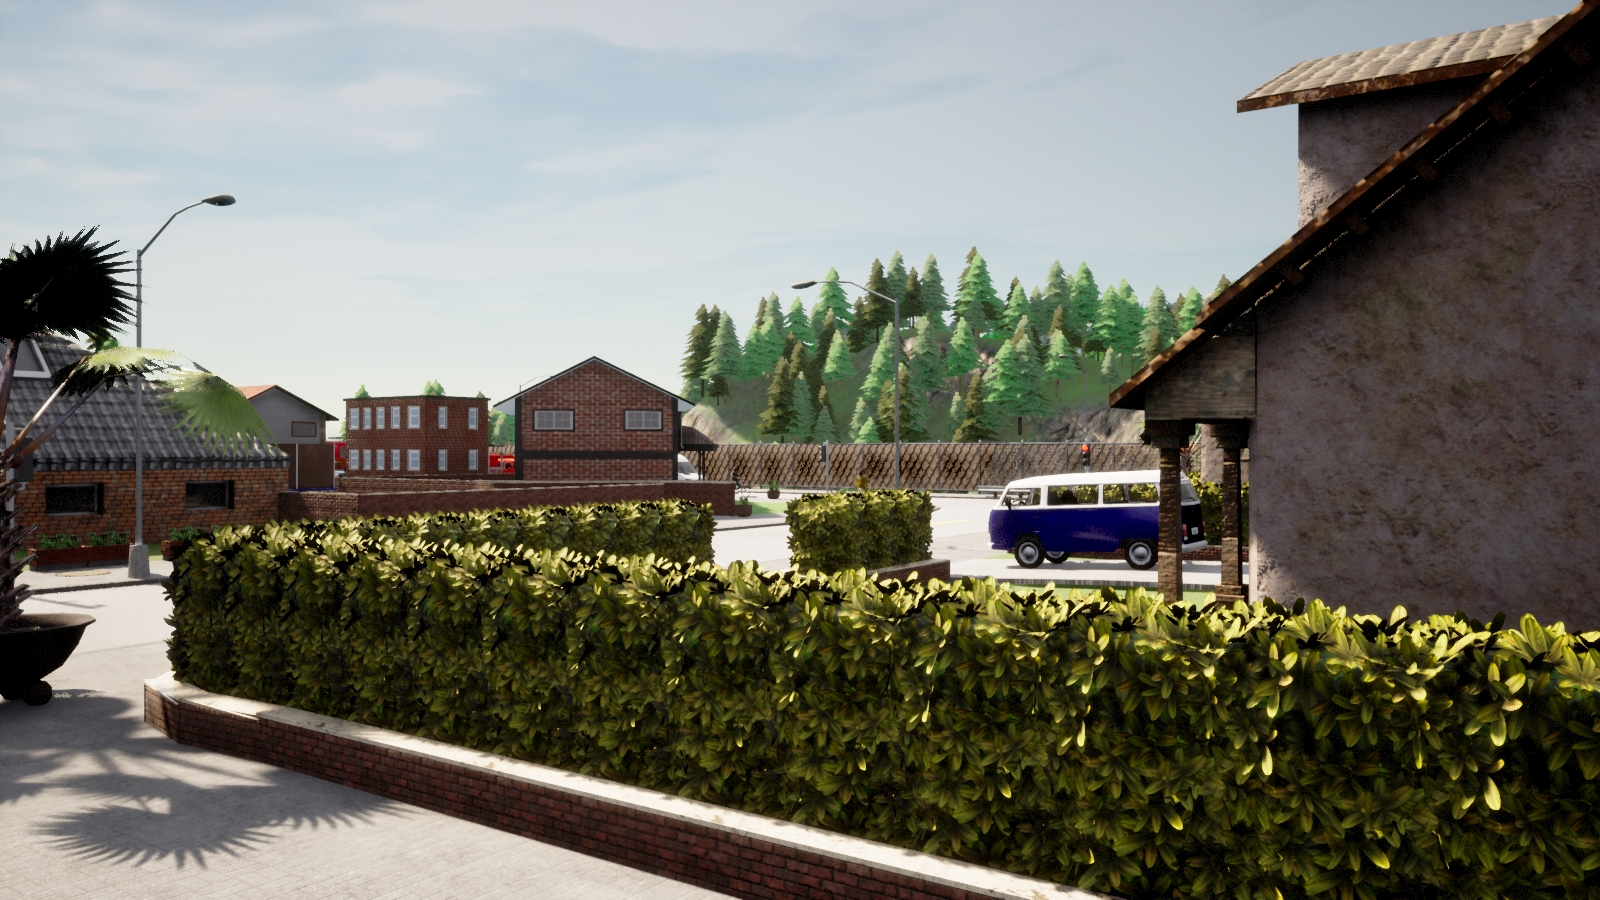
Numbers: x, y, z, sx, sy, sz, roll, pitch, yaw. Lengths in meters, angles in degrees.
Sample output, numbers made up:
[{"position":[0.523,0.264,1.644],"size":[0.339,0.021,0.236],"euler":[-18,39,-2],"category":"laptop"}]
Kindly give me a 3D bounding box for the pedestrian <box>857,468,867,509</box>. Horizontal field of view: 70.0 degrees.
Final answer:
[{"position":[2.793,1.734,51.624],"size":[0.375,1.860,0.375],"euler":[0,0,18],"category":"pedestrian"}]

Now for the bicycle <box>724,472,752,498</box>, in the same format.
[{"position":[-3.643,2.044,67.431],"size":[1.835,1.471,0.329],"euler":[0,0,35],"category":"bicycle"}]
